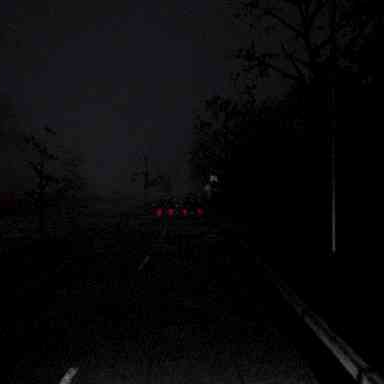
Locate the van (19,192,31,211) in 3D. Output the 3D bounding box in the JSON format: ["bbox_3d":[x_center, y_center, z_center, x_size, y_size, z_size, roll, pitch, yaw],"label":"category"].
[{"bbox_3d":[-16.755,1.052,28.791,4.442,1.987,1.878,-1,1,-20],"label":"van"}]

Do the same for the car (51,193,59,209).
[{"bbox_3d":[-16.850,1.198,34.715,4.892,1.521,2.231,-1,1,-20],"label":"car"}]

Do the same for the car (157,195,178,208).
[{"bbox_3d":[-2.998,1.158,39.904,1.812,1.442,4.674,0,1,0],"label":"car"}]

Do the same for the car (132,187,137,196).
[{"bbox_3d":[-16.855,0.245,79.673,5.566,2.045,2.435,-1,2,-20],"label":"car"}]

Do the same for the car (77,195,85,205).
[{"bbox_3d":[-16.845,1.113,43.662,4.674,1.452,2.002,-1,1,-20],"label":"car"}]

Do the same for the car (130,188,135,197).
[{"bbox_3d":[-16.656,0.555,76.752,5.366,1.575,1.946,-1,1,-20],"label":"car"}]

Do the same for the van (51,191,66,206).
[{"bbox_3d":[-16.965,0.932,37.651,4.442,1.987,1.878,-1,1,-20],"label":"van"}]

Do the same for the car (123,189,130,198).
[{"bbox_3d":[-16.810,0.430,70.694,5.566,2.045,2.435,-1,1,-20],"label":"car"}]

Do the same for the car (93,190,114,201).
[{"bbox_3d":[-16.814,0.893,58.684,4.792,1.488,2.163,-1,1,-20],"label":"car"}]

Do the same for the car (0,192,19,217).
[{"bbox_3d":[-16.891,1.070,25.747,5.566,2.045,2.435,-1,1,-20],"label":"car"}]

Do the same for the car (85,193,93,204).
[{"bbox_3d":[-16.822,1.060,46.680,4.792,1.488,2.163,-1,1,-20],"label":"car"}]

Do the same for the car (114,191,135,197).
[{"bbox_3d":[-16.850,0.454,82.678,4.792,1.488,2.163,-1,2,-20],"label":"car"}]

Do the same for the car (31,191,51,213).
[{"bbox_3d":[-16.836,0.987,31.743,5.566,2.045,2.435,-1,1,-20],"label":"car"}]

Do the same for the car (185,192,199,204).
[{"bbox_3d":[0.011,0.836,50.568,2.097,1.767,4.553,0,1,0],"label":"car"}]

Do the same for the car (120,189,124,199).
[{"bbox_3d":[-16.839,0.770,67.680,4.674,1.452,2.002,-1,1,-20],"label":"car"}]

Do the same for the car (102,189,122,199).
[{"bbox_3d":[-17.008,0.778,64.607,5.366,1.575,1.946,-1,1,-20],"label":"car"}]

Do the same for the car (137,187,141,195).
[{"bbox_3d":[-16.852,0.142,88.686,4.553,1.767,2.185,-1,1,-20],"label":"car"}]

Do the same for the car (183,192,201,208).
[{"bbox_3d":[0.002,0.984,39.872,2.097,1.767,4.553,0,1,0],"label":"car"}]

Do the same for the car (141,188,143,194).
[{"bbox_3d":[-16.821,0.223,91.700,4.674,1.452,2.002,-1,1,-20],"label":"car"}]

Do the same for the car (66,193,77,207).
[{"bbox_3d":[-16.824,0.988,40.687,4.553,1.767,2.185,-1,1,-20],"label":"car"}]
